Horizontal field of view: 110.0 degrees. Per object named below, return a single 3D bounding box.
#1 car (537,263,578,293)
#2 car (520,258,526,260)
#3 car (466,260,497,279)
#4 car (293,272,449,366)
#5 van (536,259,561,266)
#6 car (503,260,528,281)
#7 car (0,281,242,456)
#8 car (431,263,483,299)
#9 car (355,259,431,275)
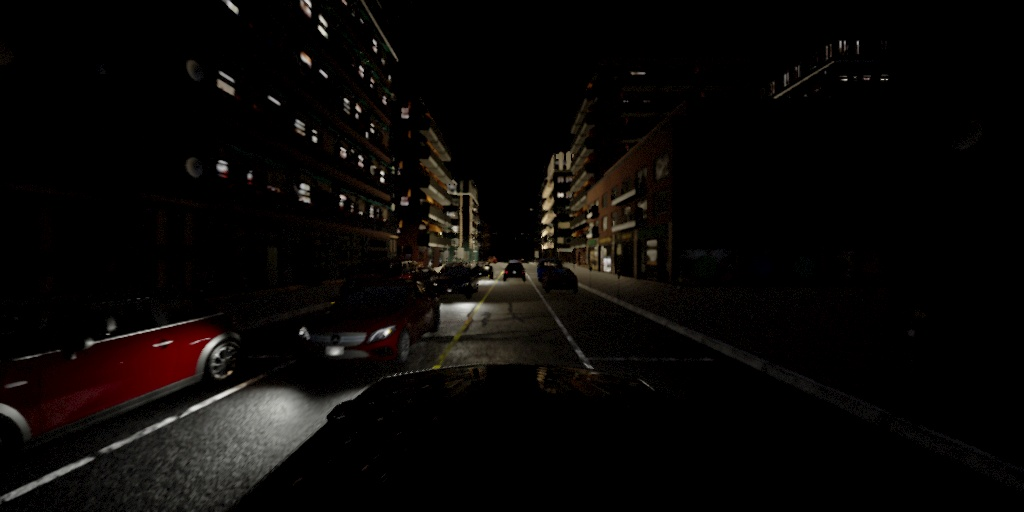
[{"bbox_3d":[2.664,1.300,20.732,1.888,1.381,4.507,0,0,0],"label":"car"},{"bbox_3d":[0.323,1.220,46.208,2.128,1.511,4.902,0,0,1],"label":"car"},{"bbox_3d":[-2.585,1.293,31.424,1.994,1.385,4.181,0,0,1],"label":"car"},{"bbox_3d":[-2.831,1.261,8.084,1.812,1.442,4.674,0,0,0],"label":"car"},{"bbox_3d":[2.697,1.093,26.320,1.690,1.789,3.998,0,0,0],"label":"van"},{"bbox_3d":[0.217,1.287,29.625,2.033,1.411,5.357,0,0,1],"label":"car"},{"bbox_3d":[-5.315,1.166,4.016,1.967,1.591,4.097,0,0,0],"label":"car"},{"bbox_3d":[-2.757,1.258,18.225,1.812,1.442,4.674,0,0,0],"label":"car"},{"bbox_3d":[-5.249,1.037,15.192,2.192,1.841,5.009,0,0,0],"label":"car"}]
